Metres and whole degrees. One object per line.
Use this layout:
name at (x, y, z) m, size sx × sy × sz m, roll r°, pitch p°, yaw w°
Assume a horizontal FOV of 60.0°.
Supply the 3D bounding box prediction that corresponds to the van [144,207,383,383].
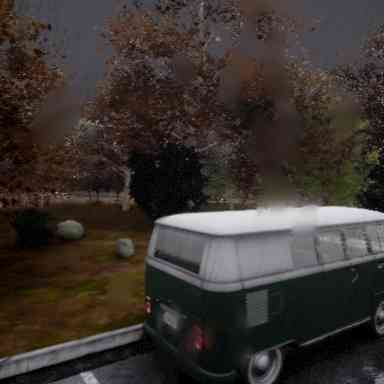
van at (1.574, 1.260, 5.149) m, size 4.442 × 1.987 × 1.878 m, roll 0°, pitch 1°, yaw -33°
